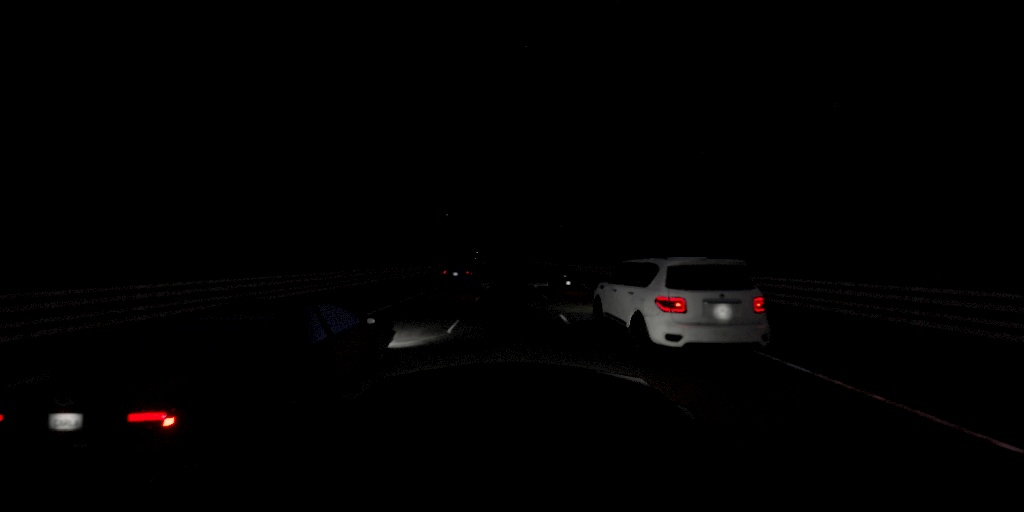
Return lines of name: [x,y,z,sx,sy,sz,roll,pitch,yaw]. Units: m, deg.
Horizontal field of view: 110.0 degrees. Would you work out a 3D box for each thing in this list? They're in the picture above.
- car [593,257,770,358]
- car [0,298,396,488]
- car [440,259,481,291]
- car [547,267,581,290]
car: [3.590,1.047,8.828,2.150,2.045,5.566,0,-1,0]
car: [-3.404,1.335,5.247,2.033,1.411,5.357,0,-1,0]
car: [-3.398,1.208,24.220,2.150,2.045,5.566,0,-1,0]
car: [3.602,1.502,25.284,1.837,1.490,4.892,0,-1,0]
